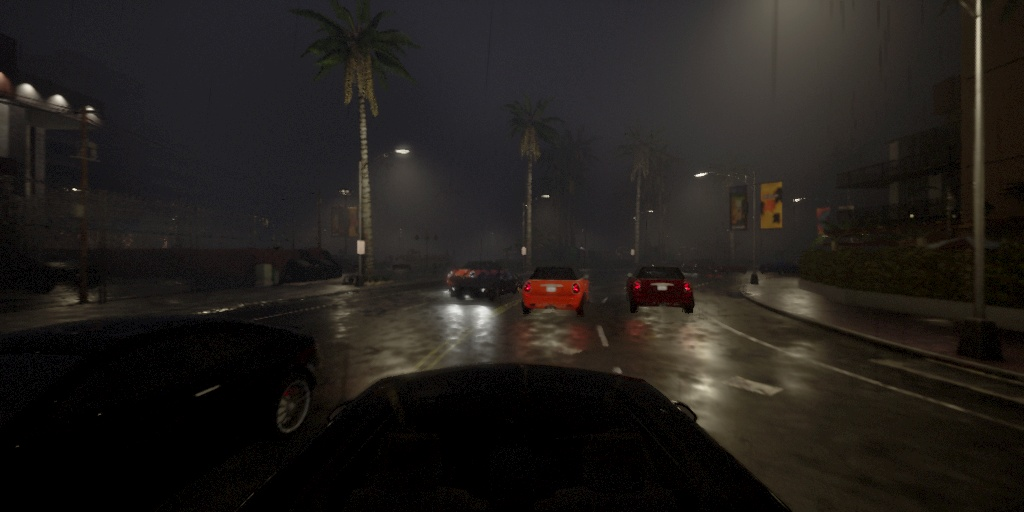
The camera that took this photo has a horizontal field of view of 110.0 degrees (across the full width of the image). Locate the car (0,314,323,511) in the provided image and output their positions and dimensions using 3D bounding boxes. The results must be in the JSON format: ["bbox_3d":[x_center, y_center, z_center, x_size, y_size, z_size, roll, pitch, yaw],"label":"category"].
[{"bbox_3d":[-3.360,1.272,2.708,1.812,1.442,4.674,0,0,3],"label":"car"}]

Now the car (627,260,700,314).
[{"bbox_3d":[5.669,1.097,14.129,2.097,1.767,4.553,0,0,17],"label":"car"}]

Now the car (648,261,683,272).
[{"bbox_3d":[19.435,1.298,45.306,4.181,1.385,1.994,0,0,-30],"label":"car"}]

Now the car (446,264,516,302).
[{"bbox_3d":[-0.985,1.284,17.218,2.033,1.411,5.357,0,0,19],"label":"car"}]

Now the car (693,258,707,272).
[{"bbox_3d":[22.436,1.088,43.022,4.553,1.767,2.097,0,0,-28],"label":"car"}]

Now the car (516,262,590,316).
[{"bbox_3d":[1.822,1.094,13.650,2.097,1.767,4.553,0,0,15],"label":"car"}]

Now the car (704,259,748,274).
[{"bbox_3d":[24.065,1.343,39.932,4.718,1.301,1.895,0,0,-28],"label":"car"}]

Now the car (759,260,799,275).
[{"bbox_3d":[28.716,1.226,38.322,5.008,1.535,1.882,0,0,-24],"label":"car"}]

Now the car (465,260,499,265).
[{"bbox_3d":[-2.189,1.083,22.964,2.097,1.767,4.553,0,0,27],"label":"car"}]
